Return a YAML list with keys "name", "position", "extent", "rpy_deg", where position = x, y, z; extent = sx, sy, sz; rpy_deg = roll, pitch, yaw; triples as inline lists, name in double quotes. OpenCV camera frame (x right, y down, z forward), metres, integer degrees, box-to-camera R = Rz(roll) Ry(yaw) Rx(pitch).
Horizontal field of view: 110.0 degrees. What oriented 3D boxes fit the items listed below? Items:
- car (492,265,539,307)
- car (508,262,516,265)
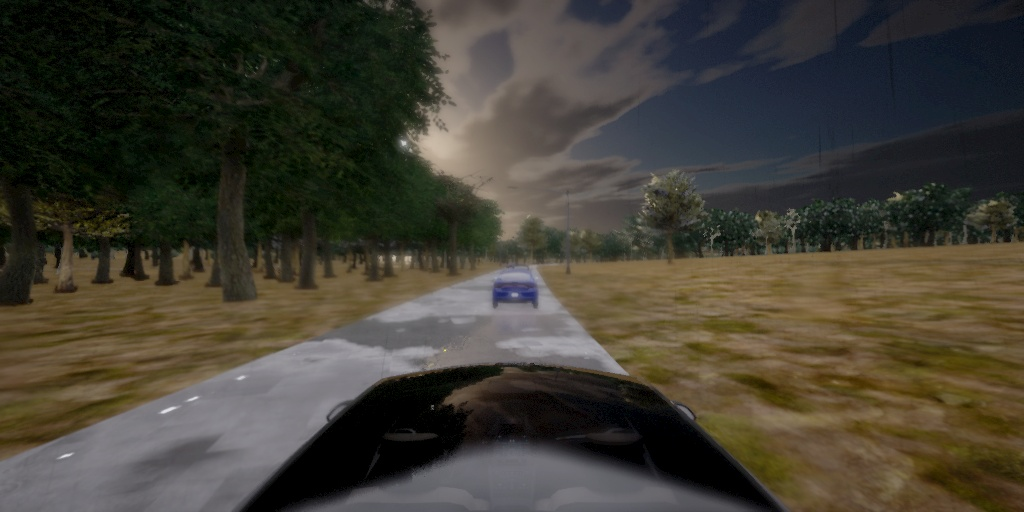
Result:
- name: "car"
  position: [0.183, 1.359, 16.236]
  extent: [1.882, 1.535, 5.008]
  rpy_deg: [0, 0, 2]
- name: "car"
  position: [0.791, 1.524, 31.017]
  extent: [1.837, 1.490, 4.892]
  rpy_deg: [0, 0, 3]
